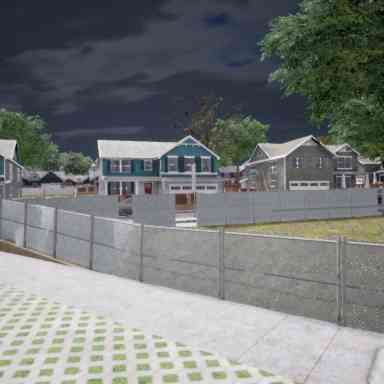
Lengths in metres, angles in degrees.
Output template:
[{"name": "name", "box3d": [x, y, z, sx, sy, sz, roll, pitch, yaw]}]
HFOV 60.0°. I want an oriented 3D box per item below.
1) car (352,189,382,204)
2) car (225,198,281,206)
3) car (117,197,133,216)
[{"name": "car", "box3d": [15.289, 0.474, 28.884, 4.892, 1.490, 1.837, -1, 0, -15]}, {"name": "car", "box3d": [4.614, 0.802, 25.763, 5.357, 1.411, 2.033, -2, 0, -17]}, {"name": "car", "box3d": [-4.195, 1.057, 22.934, 4.181, 1.385, 1.994, -2, 0, -18]}]
